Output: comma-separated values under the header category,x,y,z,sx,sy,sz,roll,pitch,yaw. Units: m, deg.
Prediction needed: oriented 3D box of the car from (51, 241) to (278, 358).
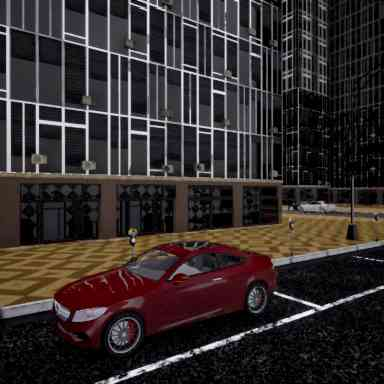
category,x,y,z,sx,sy,sz,roll,pitch,yaw
car,-0.237,1.582,5.932,4.206,1.307,1.802,0,0,-36

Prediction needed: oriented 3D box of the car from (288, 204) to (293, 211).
category,x,y,z,sx,sy,sz,roll,pitch,yaw
car,15.143,1.899,45.275,2.008,1.369,4.403,-1,0,-36

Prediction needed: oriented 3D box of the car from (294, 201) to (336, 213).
category,x,y,z,sx,sy,sz,roll,pitch,yaw
car,15.337,1.830,40.916,1.812,1.442,4.674,0,-1,-36
